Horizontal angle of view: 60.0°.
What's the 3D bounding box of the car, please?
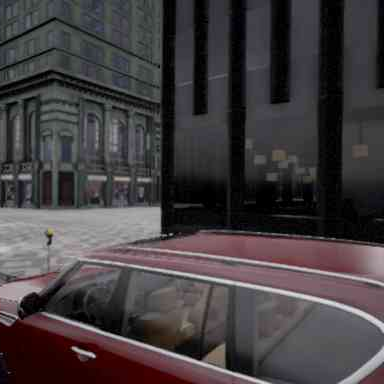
[{"bbox_3d":[-0.133,1.314,3.073,5.009,1.841,2.192,0,1,36],"label":"car"}]
